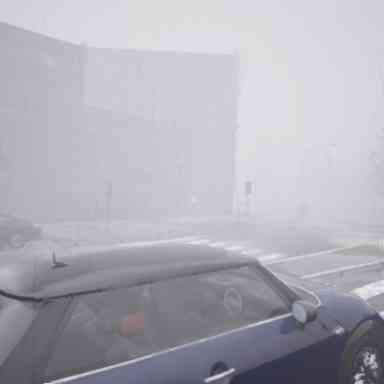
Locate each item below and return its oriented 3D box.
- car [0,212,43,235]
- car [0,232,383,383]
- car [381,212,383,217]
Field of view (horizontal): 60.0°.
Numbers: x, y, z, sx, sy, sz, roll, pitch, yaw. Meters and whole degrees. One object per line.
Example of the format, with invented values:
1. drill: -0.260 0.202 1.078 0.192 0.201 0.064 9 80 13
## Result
1. car: -8.295 1.502 12.813 4.674 1.452 2.002 0 -2 -36
2. car: 0.068 1.349 3.456 4.553 1.767 2.097 0 0 -35
3. car: 32.909 3.454 53.420 5.008 1.535 1.882 3 -2 -11
